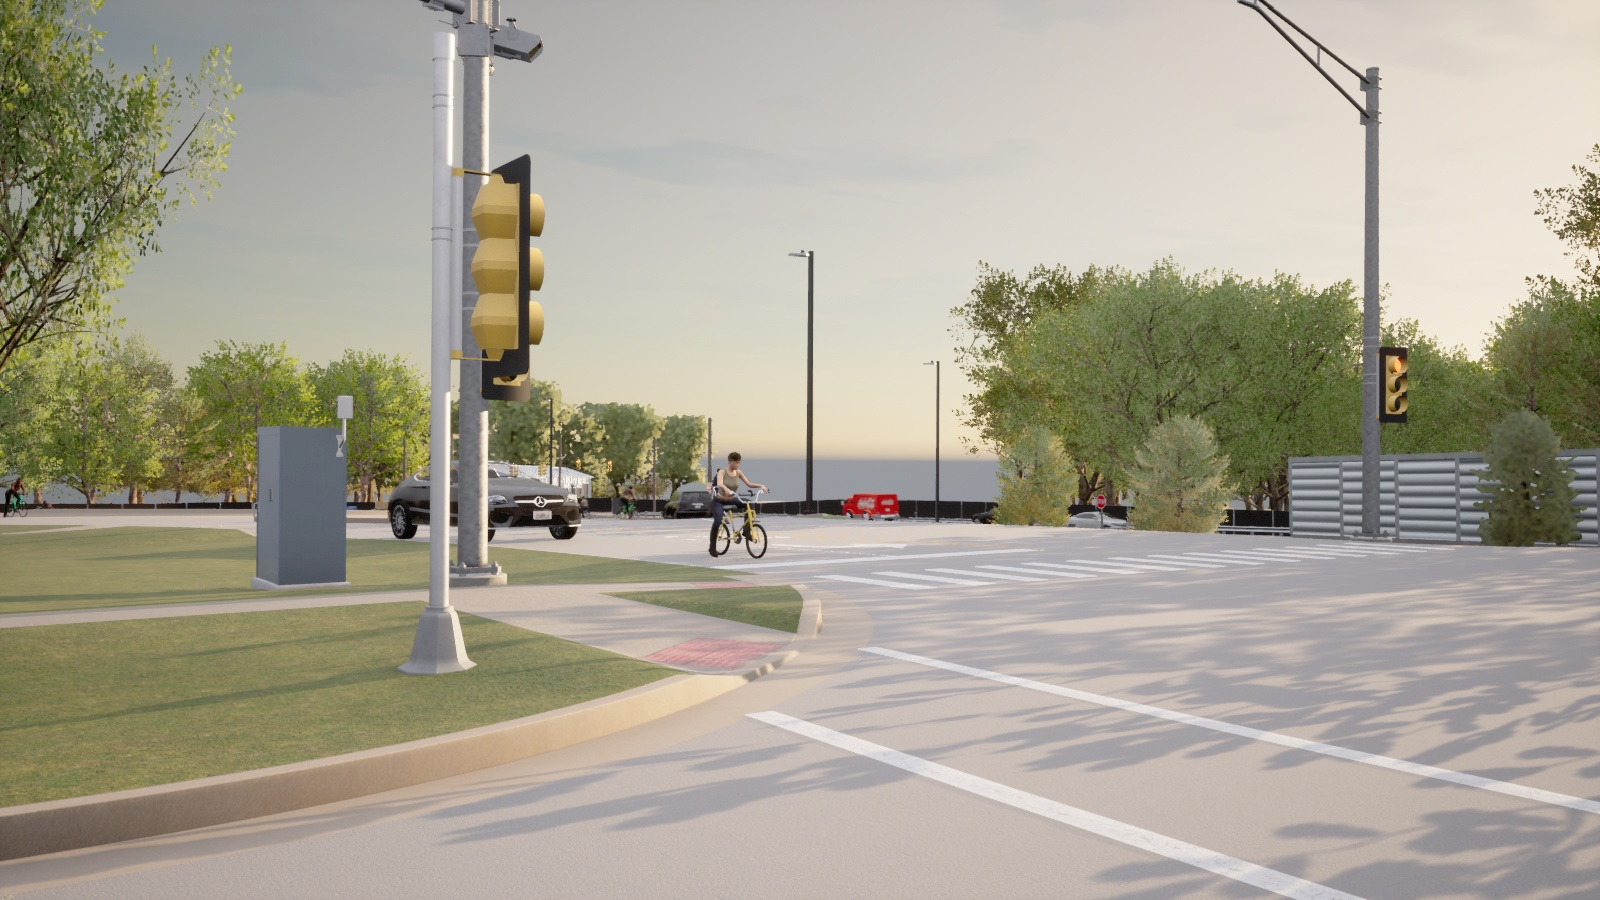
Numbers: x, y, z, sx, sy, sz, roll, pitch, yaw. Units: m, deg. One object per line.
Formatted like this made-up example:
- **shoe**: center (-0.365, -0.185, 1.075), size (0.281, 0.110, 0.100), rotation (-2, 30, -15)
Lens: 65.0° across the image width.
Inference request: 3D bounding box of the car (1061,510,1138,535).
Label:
- **car**: center (18.845, 4.533, 79.108), size (1.812, 1.442, 4.674), rotation (0, -2, -34)

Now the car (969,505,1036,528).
- **car**: center (14.688, 4.814, 91.406), size (1.882, 1.535, 5.008), rotation (0, -2, -34)

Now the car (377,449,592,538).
- **car**: center (-6.569, 0.887, 25.742), size (2.152, 1.651, 5.027), rotation (0, -2, -42)

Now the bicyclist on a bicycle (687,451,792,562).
- **bicyclist on a bicycle**: center (-0.941, 0.837, 19.197), size (0.866, 1.612, 1.509), rotation (0, -1, -39)

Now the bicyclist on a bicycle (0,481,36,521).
- **bicyclist on a bicycle**: center (-31.789, 2.080, 50.995), size (1.656, 1.620, 0.582), rotation (-2, -2, 31)

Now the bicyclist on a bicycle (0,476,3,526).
- **bicyclist on a bicycle**: center (-29.245, 1.833, 44.171), size (1.843, 1.776, 0.659), rotation (-2, 1, -13)

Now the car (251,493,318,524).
- **car**: center (-32.783, 3.710, 79.844), size (3.866, 1.878, 1.905), rotation (1, -5, -25)

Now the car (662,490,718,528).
- **car**: center (-6.315, 3.332, 71.297), size (2.150, 2.045, 5.566), rotation (0, -2, -16)
